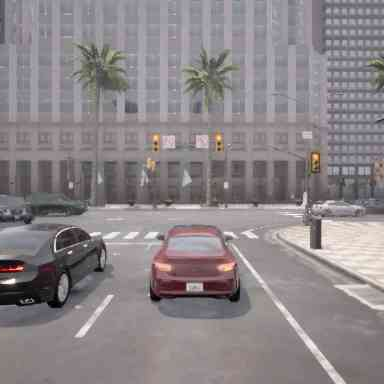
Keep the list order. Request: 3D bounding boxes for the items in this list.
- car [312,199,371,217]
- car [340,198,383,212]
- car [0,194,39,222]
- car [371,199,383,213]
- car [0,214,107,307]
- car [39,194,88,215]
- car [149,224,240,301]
[{"bbox_3d":[13.514,1.525,30.794,4.674,1.442,1.812,0,0,0],"label":"car"},{"bbox_3d":[19.774,1.491,37.985,4.902,1.511,2.128,0,0,0],"label":"car"},{"bbox_3d":[-12.577,1.222,22.718,2.150,2.045,5.566,1,-1,-40],"label":"car"},{"bbox_3d":[19.052,1.564,34.485,4.181,1.385,1.994,0,0,0],"label":"car"},{"bbox_3d":[-3.435,1.505,7.960,1.837,1.490,4.892,0,0,0],"label":"car"},{"bbox_3d":[-12.625,1.221,30.820,5.566,2.045,2.150,0,0,0],"label":"car"},{"bbox_3d":[0.075,1.526,8.212,1.812,1.442,4.674,0,0,1],"label":"car"}]
